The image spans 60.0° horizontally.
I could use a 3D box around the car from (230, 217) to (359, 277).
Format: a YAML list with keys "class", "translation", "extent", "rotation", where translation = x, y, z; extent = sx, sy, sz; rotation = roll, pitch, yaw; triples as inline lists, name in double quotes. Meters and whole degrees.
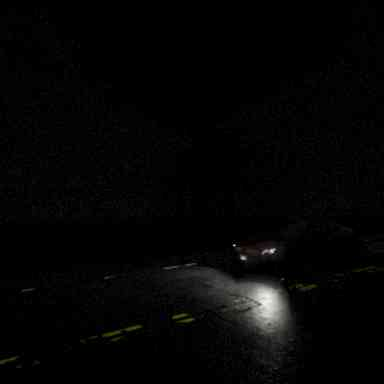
- class: "car"
  translation: [3.342, 1.525, 10.393]
  extent: [4.674, 1.442, 1.812]
  rotation: [0, 0, -34]
